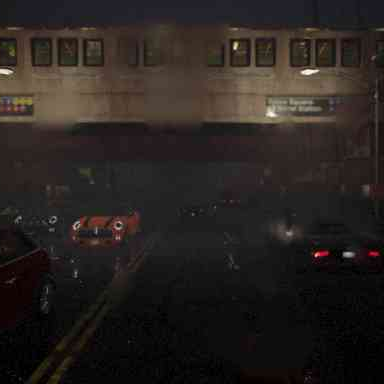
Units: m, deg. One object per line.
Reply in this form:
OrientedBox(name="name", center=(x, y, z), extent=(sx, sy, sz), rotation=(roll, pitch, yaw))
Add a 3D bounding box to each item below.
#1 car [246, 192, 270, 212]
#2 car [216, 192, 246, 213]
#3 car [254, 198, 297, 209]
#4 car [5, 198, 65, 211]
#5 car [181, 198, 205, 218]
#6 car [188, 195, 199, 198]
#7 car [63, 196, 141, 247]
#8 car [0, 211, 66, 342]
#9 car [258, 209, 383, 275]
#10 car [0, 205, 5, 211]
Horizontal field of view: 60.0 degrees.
OrientedBox(name="car", center=(6.683, 0.971, 34.567), extent=(2.435, 2.045, 5.566), rotation=(0, 0, 0))
OrientedBox(name="car", center=(3.698, 0.973, 33.332), extent=(2.150, 2.045, 5.566), rotation=(0, 0, 1))
OrientedBox(name="car", center=(6.728, 1.392, 27.174), extent=(1.895, 1.301, 4.718), rotation=(0, 0, 0))
OrientedBox(name="car", center=(-7.033, 1.226, 16.878), extent=(2.097, 1.767, 4.553), rotation=(0, 0, 1))
OrientedBox(name="car", center=(0.108, 1.397, 27.329), extent=(1.895, 1.301, 4.718), rotation=(0, 0, 1))
OrientedBox(name="car", center=(0.203, 1.168, 43.584), extent=(2.128, 1.511, 4.902), rotation=(0, 1, 0))
OrientedBox(name="car", center=(-3.547, 1.244, 14.447), extent=(2.097, 1.767, 4.553), rotation=(0, 0, 1))
OrientedBox(name="car", center=(-3.559, 1.319, 4.191), extent=(2.097, 1.767, 4.553), rotation=(0, 1, 0))
OrientedBox(name="car", center=(3.601, 1.471, 10.152), extent=(2.033, 1.411, 5.357), rotation=(0, 0, 0))
OrientedBox(name="car", center=(-10.003, 1.362, 15.946), extent=(2.231, 1.521, 4.892), rotation=(0, 0, 10))
